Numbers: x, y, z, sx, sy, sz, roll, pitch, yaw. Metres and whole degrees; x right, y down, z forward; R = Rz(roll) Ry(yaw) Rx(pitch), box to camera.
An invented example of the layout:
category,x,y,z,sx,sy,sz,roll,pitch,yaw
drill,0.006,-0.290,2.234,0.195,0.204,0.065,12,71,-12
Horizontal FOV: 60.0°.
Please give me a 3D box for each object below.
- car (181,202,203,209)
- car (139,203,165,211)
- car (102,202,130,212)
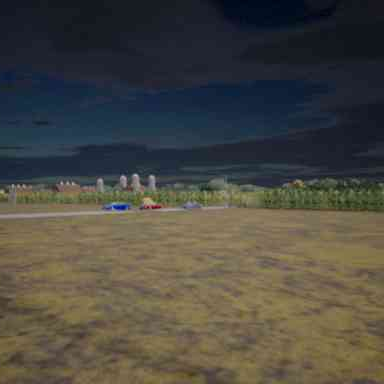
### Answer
category,x,y,z,sx,sy,sz,roll,pitch,yaw
car,0.065,2.669,65.961,2.033,1.411,5.357,0,-1,36
car,-6.718,2.531,56.402,1.895,1.301,4.718,0,-1,36
car,-12.185,2.323,53.667,1.882,1.535,5.008,0,-1,36
